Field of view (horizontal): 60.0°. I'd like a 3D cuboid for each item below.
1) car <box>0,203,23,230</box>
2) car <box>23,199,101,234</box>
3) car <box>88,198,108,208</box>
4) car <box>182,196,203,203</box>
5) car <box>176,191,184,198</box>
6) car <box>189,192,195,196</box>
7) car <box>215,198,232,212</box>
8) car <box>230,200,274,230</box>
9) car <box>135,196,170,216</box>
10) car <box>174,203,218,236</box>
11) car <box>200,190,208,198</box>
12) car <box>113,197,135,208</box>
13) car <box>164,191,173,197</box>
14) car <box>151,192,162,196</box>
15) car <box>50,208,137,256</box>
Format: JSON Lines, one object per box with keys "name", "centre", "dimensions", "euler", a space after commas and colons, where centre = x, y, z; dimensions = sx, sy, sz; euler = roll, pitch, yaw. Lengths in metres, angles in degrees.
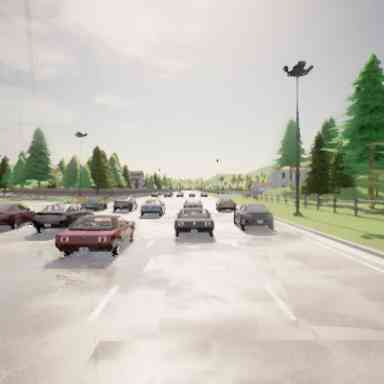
{"name": "car", "centre": [-10.959, 1.387, 19.983], "dimensions": [1.812, 1.442, 4.674], "euler": [0, 0, -6]}
{"name": "car", "centre": [-6.897, 1.365, 18.326], "dimensions": [2.128, 1.511, 4.902], "euler": [0, 0, 0]}
{"name": "car", "centre": [-10.394, 1.320, 35.449], "dimensions": [1.994, 1.385, 4.181], "euler": [0, 0, 0]}
{"name": "car", "centre": [0.106, 1.372, 33.202], "dimensions": [1.895, 1.301, 4.718], "euler": [0, 0, 0]}
{"name": "car", "centre": [-3.486, 0.895, 94.523], "dimensions": [1.994, 1.385, 4.181], "euler": [0, 0, 0]}
{"name": "car", "centre": [0.014, 0.870, 94.105], "dimensions": [2.128, 1.511, 4.902], "euler": [0, 0, 0]}
{"name": "car", "centre": [3.605, 1.320, 35.440], "dimensions": [1.994, 1.385, 4.181], "euler": [0, 0, 0]}
{"name": "car", "centre": [3.588, 1.389, 19.823], "dimensions": [1.812, 1.442, 4.674], "euler": [0, 0, 0]}
{"name": "car", "centre": [-3.395, 1.344, 29.460], "dimensions": [2.033, 1.411, 5.357], "euler": [0, 0, 0]}
{"name": "car", "centre": [0.103, 1.480, 17.392], "dimensions": [1.895, 1.301, 4.718], "euler": [0, 0, 0]}
{"name": "car", "centre": [3.514, 0.895, 94.522], "dimensions": [1.994, 1.385, 4.181], "euler": [0, 0, 0]}
{"name": "car", "centre": [-6.895, 1.252, 34.736], "dimensions": [2.128, 1.511, 4.902], "euler": [0, 0, 0]}
{"name": "car", "centre": [-6.986, 0.894, 94.490], "dimensions": [1.994, 1.385, 4.181], "euler": [0, 0, 0]}
{"name": "car", "centre": [-10.486, 0.870, 94.107], "dimensions": [2.128, 1.511, 4.902], "euler": [0, 0, 0]}
{"name": "car", "centre": [-3.398, 1.513, 12.709], "dimensions": [1.895, 1.301, 4.718], "euler": [0, 0, 0]}
